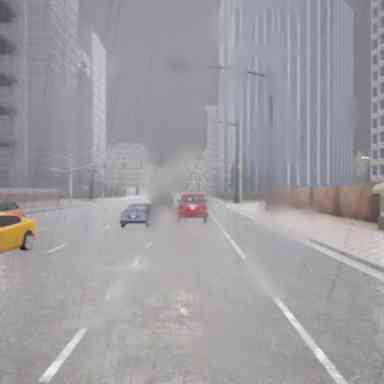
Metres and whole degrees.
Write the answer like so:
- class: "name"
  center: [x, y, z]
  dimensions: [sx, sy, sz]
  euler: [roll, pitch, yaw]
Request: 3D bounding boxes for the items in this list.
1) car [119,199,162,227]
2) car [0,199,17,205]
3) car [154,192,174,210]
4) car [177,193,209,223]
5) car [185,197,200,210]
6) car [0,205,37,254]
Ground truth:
- class: "car"
  center: [-3.392, 1.449, 21.706]
  dimensions: [2.033, 1.411, 5.357]
  euler: [0, 0, 0]
- class: "car"
  center: [-10.491, 1.273, 17.084]
  dimensions: [2.097, 1.767, 4.553]
  euler: [0, 0, 0]
- class: "car"
  center: [-3.403, 1.039, 40.140]
  dimensions: [2.150, 2.045, 5.566]
  euler: [0, 0, 0]
- class: "car"
  center: [0.067, 1.112, 24.227]
  dimensions: [2.150, 2.045, 5.566]
  euler: [0, 0, 0]
- class: "car"
  center: [0.094, 1.337, 41.448]
  dimensions: [1.812, 1.442, 4.674]
  euler: [0, 0, 0]
- class: "car"
  center: [-7.021, 1.427, 10.983]
  dimensions: [1.882, 1.535, 5.008]
  euler: [0, 0, 0]
